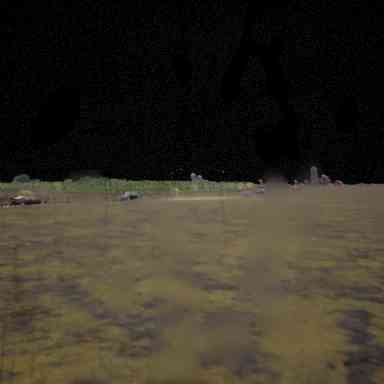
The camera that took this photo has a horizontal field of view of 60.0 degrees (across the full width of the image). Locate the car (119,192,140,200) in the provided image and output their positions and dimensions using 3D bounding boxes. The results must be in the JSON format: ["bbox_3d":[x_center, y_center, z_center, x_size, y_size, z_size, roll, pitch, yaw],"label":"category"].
[{"bbox_3d":[-12.940,0.744,69.108,2.097,1.767,4.553,-1,0,35],"label":"car"}]

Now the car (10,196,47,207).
[{"bbox_3d":[-23.936,1.301,48.898,1.882,1.535,5.008,-1,-1,35],"label":"car"}]
